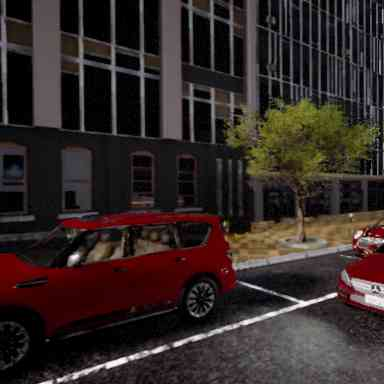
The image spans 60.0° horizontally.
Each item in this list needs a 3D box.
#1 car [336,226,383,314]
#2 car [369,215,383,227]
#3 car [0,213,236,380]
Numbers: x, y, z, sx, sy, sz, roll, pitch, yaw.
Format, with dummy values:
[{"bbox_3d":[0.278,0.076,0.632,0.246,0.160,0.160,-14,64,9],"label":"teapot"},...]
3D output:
[{"bbox_3d":[4.926,1.556,6.878,4.674,1.442,1.812,0,0,-36],"label":"car"},{"bbox_3d":[7.577,1.490,11.993,4.097,1.590,1.967,0,-1,-35],"label":"car"},{"bbox_3d":[-1.488,1.323,5.641,5.009,1.841,2.192,0,-1,-35],"label":"car"}]
